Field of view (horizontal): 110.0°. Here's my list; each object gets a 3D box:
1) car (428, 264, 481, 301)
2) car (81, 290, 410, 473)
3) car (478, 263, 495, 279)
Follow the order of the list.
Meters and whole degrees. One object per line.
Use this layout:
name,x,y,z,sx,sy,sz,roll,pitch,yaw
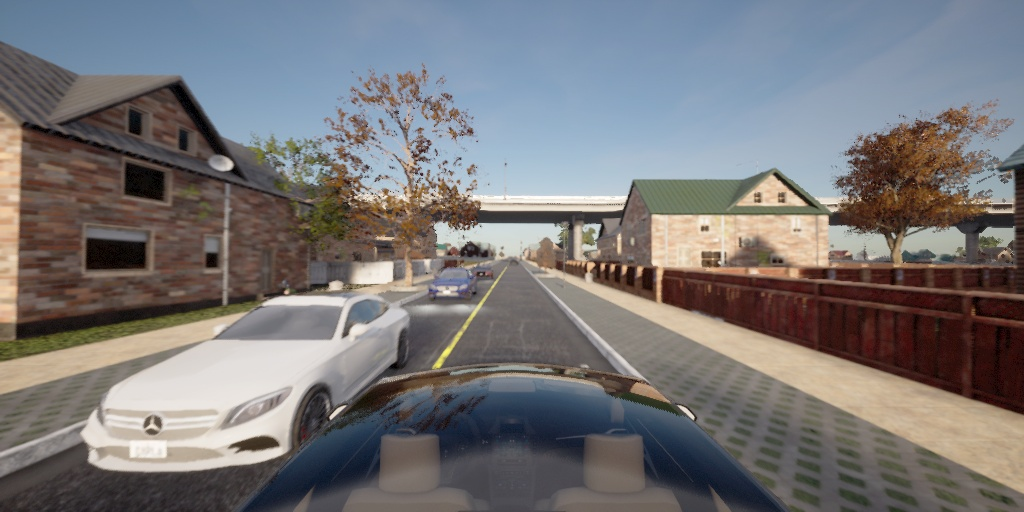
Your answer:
car,-2.763,1.300,17.629,1.812,1.442,4.674,0,0,0
car,-2.844,1.274,5.154,1.812,1.442,4.674,0,0,0
car,-2.602,1.364,32.463,1.994,1.385,4.181,0,0,0
